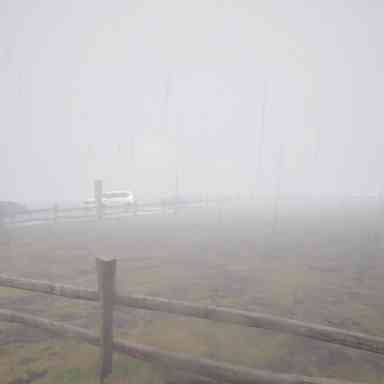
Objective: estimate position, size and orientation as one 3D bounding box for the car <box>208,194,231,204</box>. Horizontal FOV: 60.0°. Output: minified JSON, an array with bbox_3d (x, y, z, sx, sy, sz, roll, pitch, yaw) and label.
[{"bbox_3d":[4.191,1.033,50.181,1.994,1.385,4.181,1,1,36],"label":"car"}]

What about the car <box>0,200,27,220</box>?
[{"bbox_3d":[-14.633,1.355,24.182,1.837,1.490,4.892,1,1,36],"label":"car"}]

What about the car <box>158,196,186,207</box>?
[{"bbox_3d":[-2.301,1.165,41.264,1.994,1.385,4.181,1,1,35],"label":"car"}]

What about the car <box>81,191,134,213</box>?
[{"bbox_3d":[-8.230,0.941,33.042,2.150,2.045,5.566,1,1,36],"label":"car"}]
